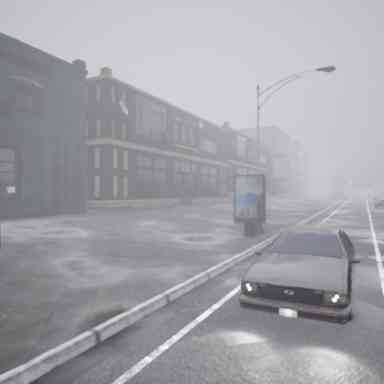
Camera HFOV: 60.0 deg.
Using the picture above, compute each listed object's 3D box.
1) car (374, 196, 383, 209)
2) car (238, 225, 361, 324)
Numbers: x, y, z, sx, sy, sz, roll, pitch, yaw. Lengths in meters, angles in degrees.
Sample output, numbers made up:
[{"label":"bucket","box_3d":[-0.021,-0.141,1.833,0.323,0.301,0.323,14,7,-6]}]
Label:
[{"label":"car","box_3d":[21.797,1.158,37.724,1.812,1.442,4.674,0,1,27]},{"label":"car","box_3d":[2.747,1.518,7.640,2.033,1.411,5.357,0,0,27]}]
